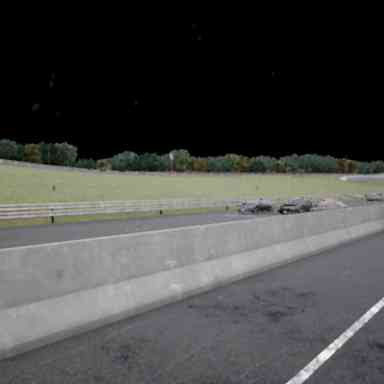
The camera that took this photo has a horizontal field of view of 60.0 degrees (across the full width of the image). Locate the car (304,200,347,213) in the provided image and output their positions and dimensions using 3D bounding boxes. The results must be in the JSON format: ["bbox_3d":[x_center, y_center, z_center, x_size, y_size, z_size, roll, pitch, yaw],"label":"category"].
[{"bbox_3d":[11.436,1.378,27.653,1.812,1.442,4.674,0,0,43],"label":"car"}]

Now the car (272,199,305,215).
[{"bbox_3d":[10.024,1.395,31.279,2.033,1.411,5.357,0,0,43],"label":"car"}]

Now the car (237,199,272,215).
[{"bbox_3d":[6.293,1.383,32.417,1.812,1.442,4.674,0,0,43],"label":"car"}]

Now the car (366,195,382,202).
[{"bbox_3d":[34.039,1.196,62.133,1.994,1.385,4.181,0,0,43],"label":"car"}]
